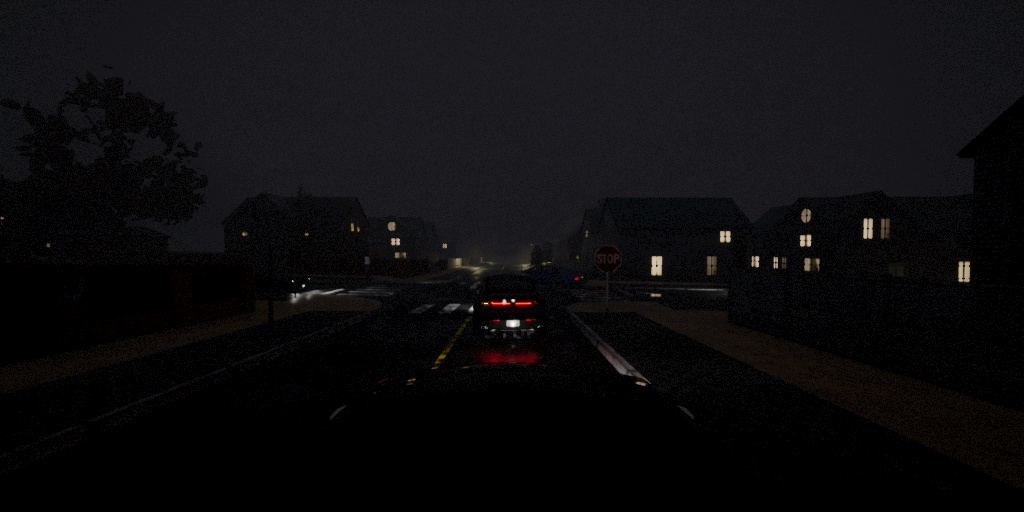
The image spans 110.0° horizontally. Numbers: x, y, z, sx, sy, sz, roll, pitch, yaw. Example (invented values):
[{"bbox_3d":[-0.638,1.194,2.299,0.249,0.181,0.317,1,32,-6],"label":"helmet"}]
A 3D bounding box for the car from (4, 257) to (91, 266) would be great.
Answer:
[{"bbox_3d":[-23.599,0.824,18.442,4.892,1.490,1.837,1,1,1],"label":"car"}]

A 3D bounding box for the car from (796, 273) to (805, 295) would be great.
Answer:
[{"bbox_3d":[16.222,1.644,20.796,4.181,1.385,1.994,1,1,1],"label":"car"}]

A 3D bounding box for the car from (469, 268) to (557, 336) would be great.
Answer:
[{"bbox_3d":[-0.150,1.250,10.387,1.837,1.490,4.892,0,0,-4],"label":"car"}]

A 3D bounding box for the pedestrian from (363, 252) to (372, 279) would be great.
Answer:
[{"bbox_3d":[-9.701,0.608,24.083,0.375,1.860,0.375,0,0,1],"label":"pedestrian"}]

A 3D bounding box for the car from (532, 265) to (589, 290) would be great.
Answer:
[{"bbox_3d":[2.107,1.295,22.843,5.357,1.411,2.033,1,1,32],"label":"car"}]

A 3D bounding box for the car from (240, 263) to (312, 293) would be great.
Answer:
[{"bbox_3d":[-13.260,1.078,18.286,5.357,1.411,2.033,1,1,1],"label":"car"}]
